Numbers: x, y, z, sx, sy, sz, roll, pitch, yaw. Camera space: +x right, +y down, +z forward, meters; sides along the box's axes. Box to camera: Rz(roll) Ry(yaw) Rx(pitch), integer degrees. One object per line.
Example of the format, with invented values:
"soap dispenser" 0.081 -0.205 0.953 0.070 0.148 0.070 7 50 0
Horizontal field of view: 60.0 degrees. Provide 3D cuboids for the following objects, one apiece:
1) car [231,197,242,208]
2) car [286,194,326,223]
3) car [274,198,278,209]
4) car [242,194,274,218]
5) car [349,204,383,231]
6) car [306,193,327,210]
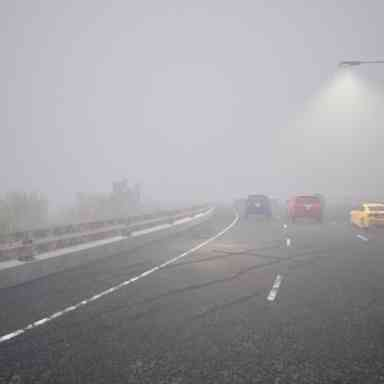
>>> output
"car" 6.891 1.487 48.917 2.128 1.511 4.902 0 0 -2
"car" 8.741 1.219 26.135 2.150 2.045 5.566 0 0 11
"car" 10.431 1.487 45.596 2.128 1.511 4.902 0 0 0
"car" 5.792 1.218 29.845 2.150 2.045 5.566 0 0 8
"car" 11.077 1.475 20.340 1.882 1.535 5.008 0 0 14
"car" 16.630 1.216 44.723 2.150 2.045 5.566 0 0 15
